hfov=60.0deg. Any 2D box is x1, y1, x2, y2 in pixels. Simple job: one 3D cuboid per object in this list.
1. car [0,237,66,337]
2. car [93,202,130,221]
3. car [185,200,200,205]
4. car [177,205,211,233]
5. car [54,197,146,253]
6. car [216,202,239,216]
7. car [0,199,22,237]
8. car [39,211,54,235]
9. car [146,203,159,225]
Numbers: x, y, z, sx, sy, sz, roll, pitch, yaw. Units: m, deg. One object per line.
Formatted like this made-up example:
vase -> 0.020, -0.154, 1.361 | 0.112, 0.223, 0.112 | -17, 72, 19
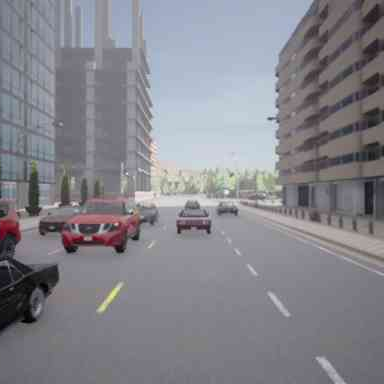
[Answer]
car -> -3.586, 1.614, 4.448 | 1.895, 1.301, 4.718 | 0, 0, 0
car -> -6.998, 1.632, 29.511 | 2.033, 1.411, 5.357 | 0, 0, 0
car -> 0.075, 1.689, 44.129 | 1.994, 1.385, 4.181 | 0, 0, 0
car -> 0.101, 1.658, 19.924 | 1.895, 1.301, 4.718 | 0, 0, 0
car -> -3.567, 1.262, 14.209 | 2.150, 2.045, 5.566 | 0, 0, 0
car -> 3.503, 1.697, 33.874 | 1.895, 1.301, 4.718 | 0, 0, 0
car -> -7.084, 1.249, 9.445 | 2.150, 2.045, 5.566 | 0, 0, 0
car -> -7.026, 1.533, 19.250 | 1.882, 1.535, 5.008 | 0, 0, 1
car -> -3.498, 1.561, 24.431 | 2.128, 1.511, 4.902 | 0, 0, 0
